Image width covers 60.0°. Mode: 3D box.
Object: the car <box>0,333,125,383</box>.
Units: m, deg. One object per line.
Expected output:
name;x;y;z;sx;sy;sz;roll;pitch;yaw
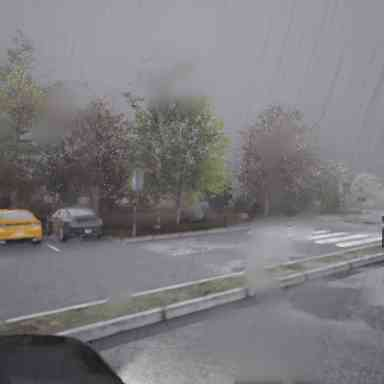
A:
car;-2.332;1.574;1.778;4.181;1.385;1.994;-1;0;-35

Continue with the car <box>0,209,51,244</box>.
car;-8.300;1.527;15.297;2.097;1.535;5.008;-1;0;-35

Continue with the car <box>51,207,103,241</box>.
car;-6.054;1.501;16.892;2.231;1.521;4.892;-1;0;-35
